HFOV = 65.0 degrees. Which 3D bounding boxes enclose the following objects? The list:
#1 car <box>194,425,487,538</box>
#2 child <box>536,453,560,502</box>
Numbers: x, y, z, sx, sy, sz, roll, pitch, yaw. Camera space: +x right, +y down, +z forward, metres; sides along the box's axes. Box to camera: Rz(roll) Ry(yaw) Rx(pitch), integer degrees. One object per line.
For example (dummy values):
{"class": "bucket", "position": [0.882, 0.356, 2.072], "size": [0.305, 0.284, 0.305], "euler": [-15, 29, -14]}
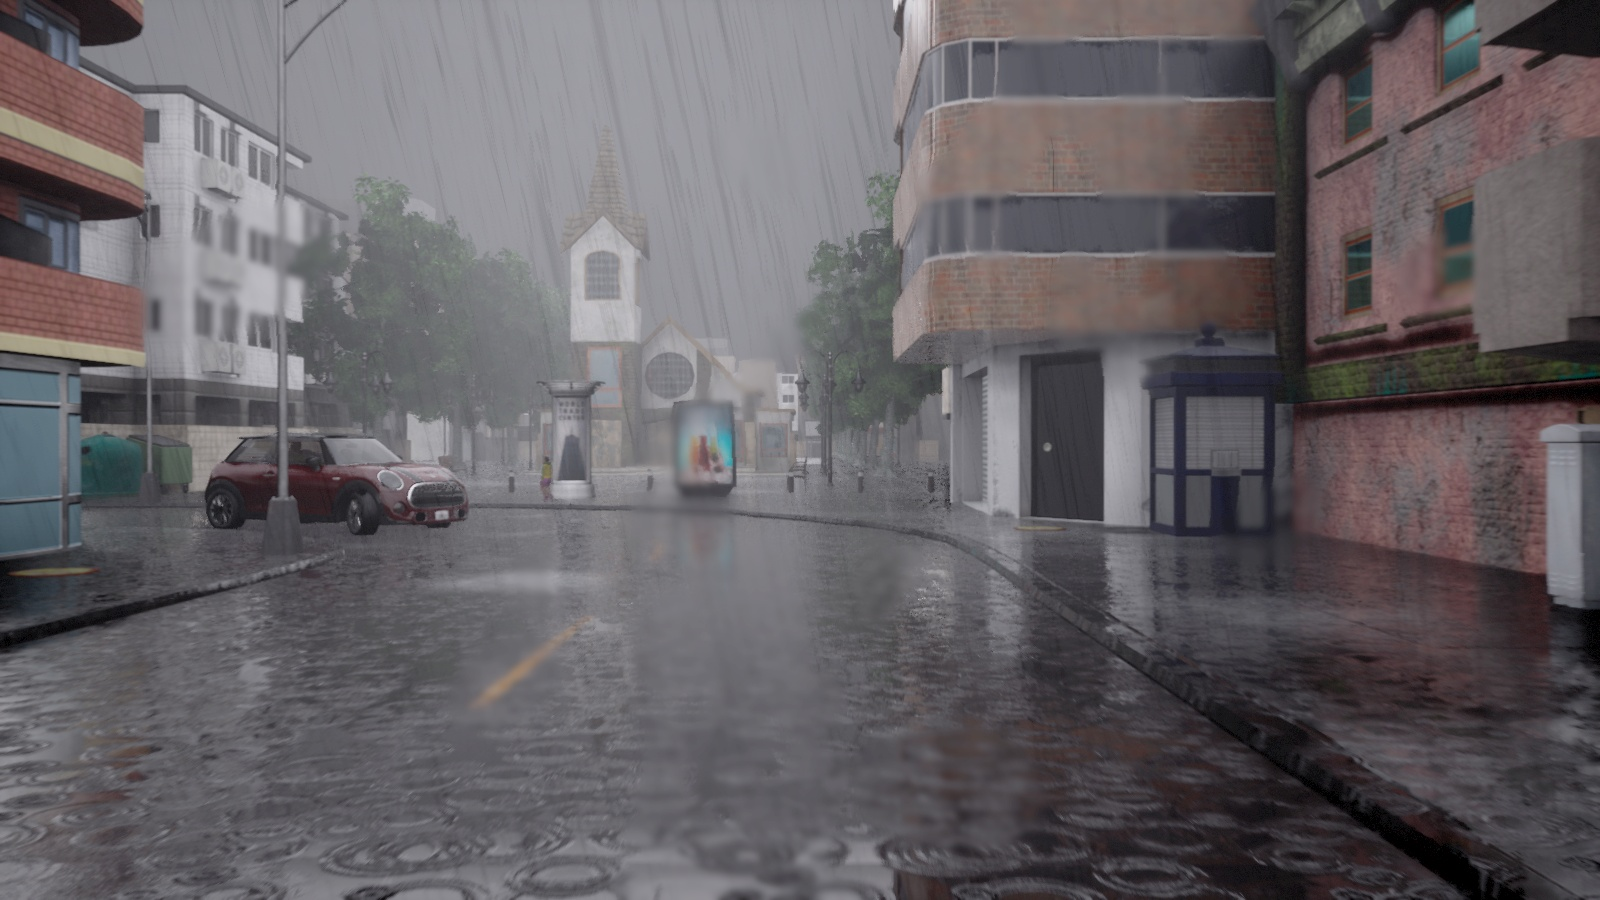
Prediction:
{"class": "car", "position": [-7.855, 0.479, 21.480], "size": [4.553, 1.767, 2.097], "euler": [0, 0, 25]}
{"class": "child", "position": [-6.082, 0.661, 30.282], "size": [0.473, 1.160, 0.299], "euler": [0, 0, 21]}
